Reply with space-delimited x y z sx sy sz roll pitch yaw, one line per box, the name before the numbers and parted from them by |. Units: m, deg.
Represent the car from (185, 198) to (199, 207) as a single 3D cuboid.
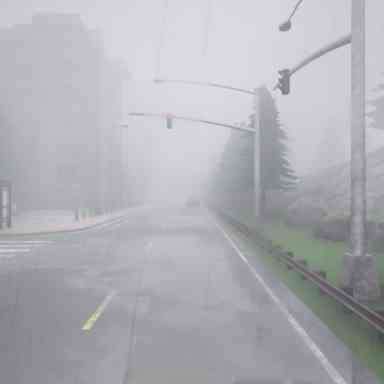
car | 0.019 1.564 50.591 1.994 1.385 4.181 0 0 0
